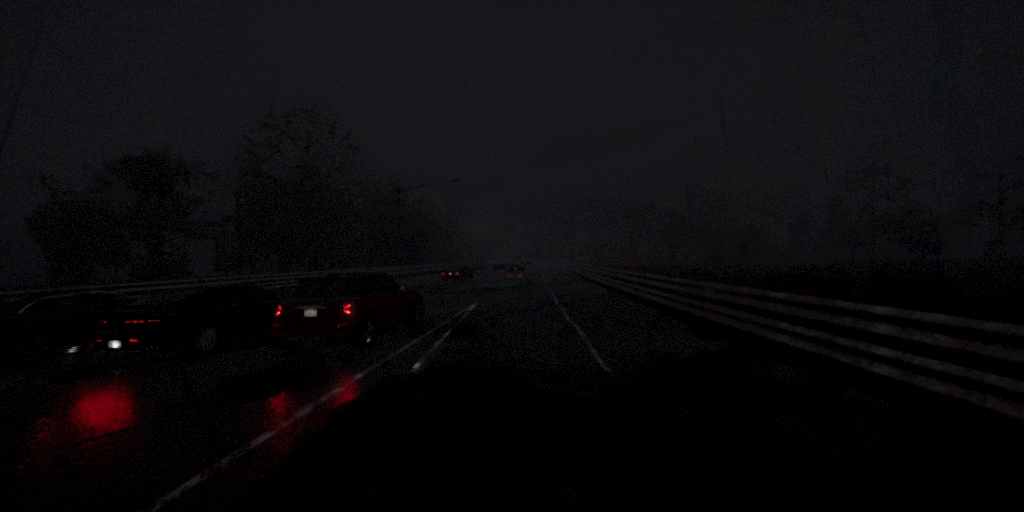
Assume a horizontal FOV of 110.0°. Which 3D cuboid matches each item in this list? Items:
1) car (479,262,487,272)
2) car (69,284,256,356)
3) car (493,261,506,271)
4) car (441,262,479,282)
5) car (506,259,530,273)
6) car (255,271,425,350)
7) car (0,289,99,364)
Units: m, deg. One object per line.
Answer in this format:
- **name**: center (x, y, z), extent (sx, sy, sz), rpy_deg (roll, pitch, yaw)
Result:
- **car**: center (-5.073, 1.626, 53.802), extent (1.994, 1.385, 4.181), rpy_deg (-2, 0, 9)
- **car**: center (-7.553, 1.488, 9.455), extent (1.837, 1.490, 4.892), rpy_deg (-2, 0, 6)
- **car**: center (-1.517, 1.429, 53.898), extent (1.882, 1.535, 5.008), rpy_deg (-2, 0, 9)
- **car**: center (-4.791, 1.521, 32.273), extent (2.033, 1.411, 5.357), rpy_deg (-2, 0, 8)
- **car**: center (0.790, 1.377, 46.157), extent (1.812, 1.442, 4.674), rpy_deg (-2, 0, 9)
- **car**: center (-4.024, 1.225, 9.681), extent (2.097, 1.767, 4.553), rpy_deg (-2, 0, 6)
- **car**: center (-11.105, 1.581, 9.173), extent (2.128, 1.511, 4.902), rpy_deg (-2, 0, 6)
